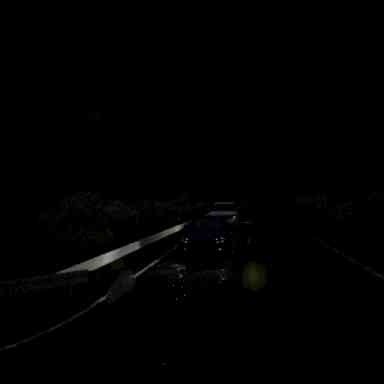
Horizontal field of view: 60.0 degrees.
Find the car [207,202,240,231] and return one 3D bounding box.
[{"bbox_3d":[2.414,1.754,24.945,2.150,2.045,5.566,-1,-1,9],"label":"car"}]

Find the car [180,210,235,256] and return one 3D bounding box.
[{"bbox_3d":[0.748,1.818,14.848,1.882,1.535,5.008,-1,-1,9],"label":"car"}]

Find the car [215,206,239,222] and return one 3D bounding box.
[{"bbox_3d":[3.645,2.245,35.272,1.837,1.490,4.892,-1,-1,-2],"label":"car"}]
